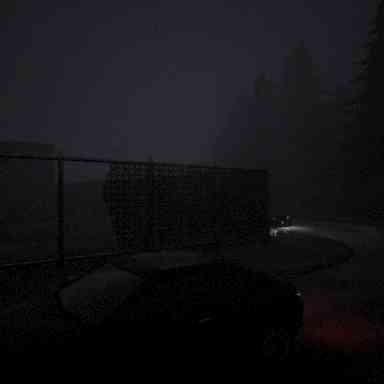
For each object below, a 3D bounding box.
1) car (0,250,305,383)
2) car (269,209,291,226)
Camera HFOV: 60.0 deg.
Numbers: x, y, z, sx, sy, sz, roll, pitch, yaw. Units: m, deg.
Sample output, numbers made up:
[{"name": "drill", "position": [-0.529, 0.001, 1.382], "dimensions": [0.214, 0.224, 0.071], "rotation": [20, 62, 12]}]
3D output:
[{"name": "car", "position": [-0.560, 1.526, 4.078], "dimensions": [4.674, 1.442, 1.812], "rotation": [0, 0, -34]}, {"name": "car", "position": [4.189, 1.547, 23.191], "dimensions": [2.033, 1.411, 5.357], "rotation": [0, 0, -36]}]
